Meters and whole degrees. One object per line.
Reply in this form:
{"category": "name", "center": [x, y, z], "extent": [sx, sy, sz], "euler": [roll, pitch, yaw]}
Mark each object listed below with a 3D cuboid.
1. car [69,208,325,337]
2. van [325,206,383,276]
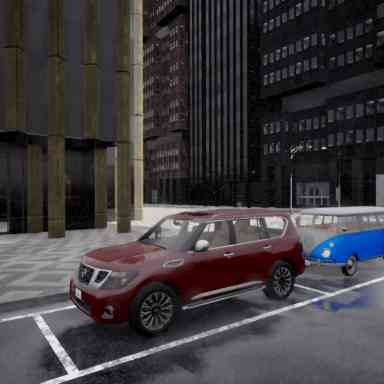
{"category": "car", "center": [0.216, 1.315, 6.813], "extent": [5.009, 1.841, 2.192], "euler": [0, 0, -36]}
{"category": "van", "center": [4.712, 1.341, 10.023], "extent": [3.998, 1.788, 1.690], "euler": [0, 0, -36]}
